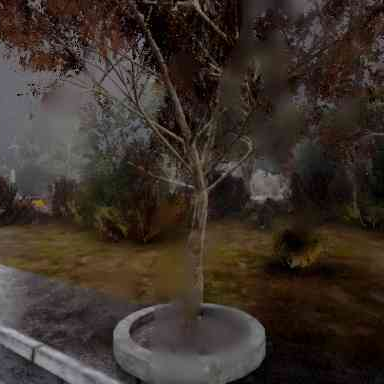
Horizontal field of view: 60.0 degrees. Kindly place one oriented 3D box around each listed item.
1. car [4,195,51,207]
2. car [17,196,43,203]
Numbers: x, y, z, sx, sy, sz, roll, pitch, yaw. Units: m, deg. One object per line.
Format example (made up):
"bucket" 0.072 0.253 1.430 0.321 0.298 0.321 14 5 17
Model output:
"car" -22.061 1.216 44.900 2.033 1.411 5.357 1 0 32
"car" -17.917 1.211 37.967 1.882 1.535 5.008 1 0 32
